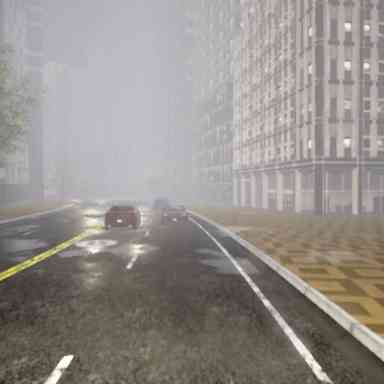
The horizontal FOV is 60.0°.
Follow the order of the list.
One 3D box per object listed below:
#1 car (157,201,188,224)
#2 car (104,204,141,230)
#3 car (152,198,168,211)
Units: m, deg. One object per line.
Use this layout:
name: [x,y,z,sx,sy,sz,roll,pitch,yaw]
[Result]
car: [-1.414,1.581,24.826,1.895,1.301,4.718,0,0,-6]
car: [-4.302,1.472,21.155,1.882,1.535,5.008,0,0,-5]
car: [-3.887,1.450,41.248,1.882,1.535,5.008,0,0,-10]
